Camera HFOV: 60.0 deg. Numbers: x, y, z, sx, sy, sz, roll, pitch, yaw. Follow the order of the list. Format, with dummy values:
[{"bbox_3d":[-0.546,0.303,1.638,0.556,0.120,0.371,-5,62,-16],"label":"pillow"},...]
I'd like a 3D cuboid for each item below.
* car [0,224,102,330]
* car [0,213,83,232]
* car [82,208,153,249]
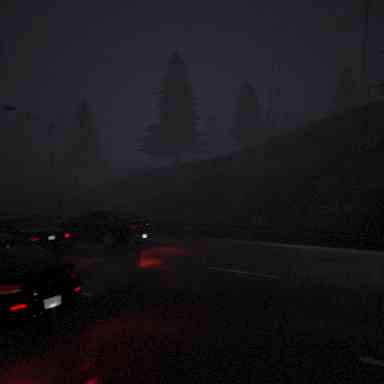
[{"bbox_3d":[-4.094,1.514,6.294,4.674,1.442,1.812,0,0,31],"label":"car"},{"bbox_3d":[-6.654,1.524,11.936,5.357,1.411,2.033,0,0,30],"label":"car"},{"bbox_3d":[-3.936,1.465,14.354,4.892,1.490,1.837,0,0,31],"label":"car"}]
